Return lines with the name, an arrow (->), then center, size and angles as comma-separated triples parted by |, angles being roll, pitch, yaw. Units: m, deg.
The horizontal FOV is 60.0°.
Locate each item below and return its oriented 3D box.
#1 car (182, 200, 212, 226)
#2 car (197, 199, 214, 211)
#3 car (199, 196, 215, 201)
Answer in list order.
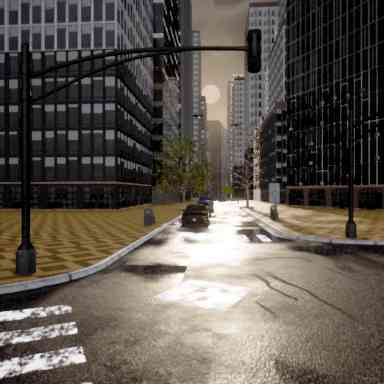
car -> 0.341, 1.650, 25.167 | 1.882, 1.535, 5.008 | 0, 0, 4
car -> 1.119, 1.772, 35.357 | 1.812, 1.442, 4.674 | 0, 0, 4
car -> 1.928, 1.548, 45.986 | 2.150, 2.045, 5.566 | 0, 0, 4
